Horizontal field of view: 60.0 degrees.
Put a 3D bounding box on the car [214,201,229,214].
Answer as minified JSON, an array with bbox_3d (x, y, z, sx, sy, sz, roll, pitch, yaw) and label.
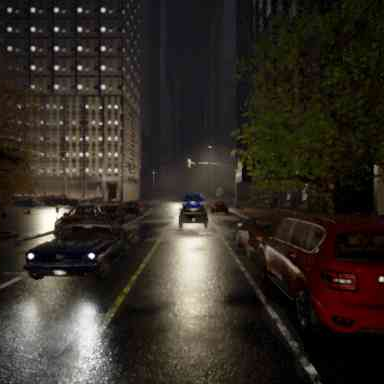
[{"bbox_3d":[2.793,1.576,34.243,1.802,1.307,4.206,0,0,0],"label":"car"}]

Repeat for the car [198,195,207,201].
[{"bbox_3d":[2.631,1.529,83.532,2.008,1.369,4.403,0,0,0],"label":"car"}]

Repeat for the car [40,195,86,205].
[{"bbox_3d":[-18.640,1.303,48.192,5.009,1.841,2.192,0,0,1],"label":"car"}]

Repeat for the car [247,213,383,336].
[{"bbox_3d":[2.680,1.314,6.622,2.192,1.841,5.009,0,0,0],"label":"car"}]

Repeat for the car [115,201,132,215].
[{"bbox_3d":[-5.769,1.562,23.184,1.947,1.339,4.313,0,0,0],"label":"car"}]

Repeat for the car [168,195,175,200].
[{"bbox_3d":[-5.757,1.516,94.921,1.887,1.381,4.507,0,0,0],"label":"car"}]

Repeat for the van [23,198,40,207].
[{"bbox_3d":[-24.181,1.321,48.245,3.998,1.788,1.690,0,0,1],"label":"van"}]

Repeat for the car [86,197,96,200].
[{"bbox_3d":[-18.559,1.493,56.573,4.403,1.369,2.008,0,0,1],"label":"car"}]

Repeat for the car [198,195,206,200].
[{"bbox_3d":[2.627,1.526,89.229,2.008,1.369,4.403,0,0,0],"label":"car"}]

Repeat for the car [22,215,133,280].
[{"bbox_3d":[-3.107,1.599,10.040,1.895,1.301,4.718,0,0,0],"label":"car"}]

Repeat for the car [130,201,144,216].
[{"bbox_3d":[-5.845,1.539,32.861,1.887,1.381,4.507,0,0,0],"label":"car"}]

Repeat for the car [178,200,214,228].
[{"bbox_3d":[0.085,1.484,22.250,2.128,1.511,4.902,0,0,0],"label":"car"}]

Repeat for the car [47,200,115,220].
[{"bbox_3d":[-5.707,1.437,17.661,1.967,1.590,4.097,0,0,0],"label":"car"}]

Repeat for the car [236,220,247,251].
[{"bbox_3d":[2.678,1.542,12.146,1.887,1.381,4.507,0,0,0],"label":"car"}]

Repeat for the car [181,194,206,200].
[{"bbox_3d":[0.067,1.216,35.558,2.150,2.045,5.566,0,0,0],"label":"car"}]
